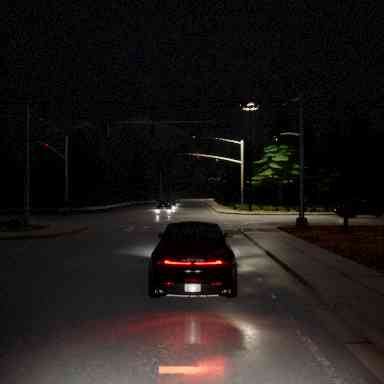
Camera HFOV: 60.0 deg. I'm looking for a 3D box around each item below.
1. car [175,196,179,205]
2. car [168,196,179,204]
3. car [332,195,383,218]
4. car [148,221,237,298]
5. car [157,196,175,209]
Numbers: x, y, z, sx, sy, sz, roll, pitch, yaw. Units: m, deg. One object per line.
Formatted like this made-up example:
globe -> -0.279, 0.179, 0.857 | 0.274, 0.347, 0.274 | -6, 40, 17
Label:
car -> -3.685, 1.601, 55.394 | 1.895, 1.301, 4.718 | 0, 0, 0
car -> -3.556, 1.505, 65.830 | 1.837, 1.490, 4.892 | 0, 0, 1
car -> 15.541, 1.248, 29.668 | 5.566, 2.045, 2.150 | 0, 0, 1
car -> 0.031, 1.501, 8.519 | 1.837, 1.490, 4.892 | 0, 0, 0
car -> -3.685, 1.505, 45.144 | 1.837, 1.490, 4.892 | 0, 0, 0
